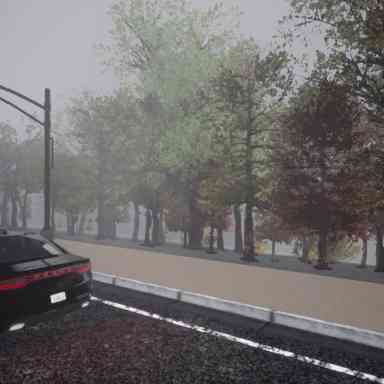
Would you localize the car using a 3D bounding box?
[{"bbox_3d":[-4.086,1.477,6.570,5.008,1.535,1.882,0,0,35],"label":"car"}]
